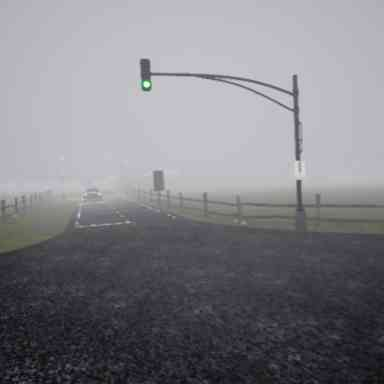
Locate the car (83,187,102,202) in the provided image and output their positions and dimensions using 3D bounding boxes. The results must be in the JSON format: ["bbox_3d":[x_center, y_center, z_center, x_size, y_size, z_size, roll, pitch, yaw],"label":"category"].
[{"bbox_3d":[-12.278,0.240,40.997,2.097,1.767,4.553,-4,2,-18],"label":"car"}]
